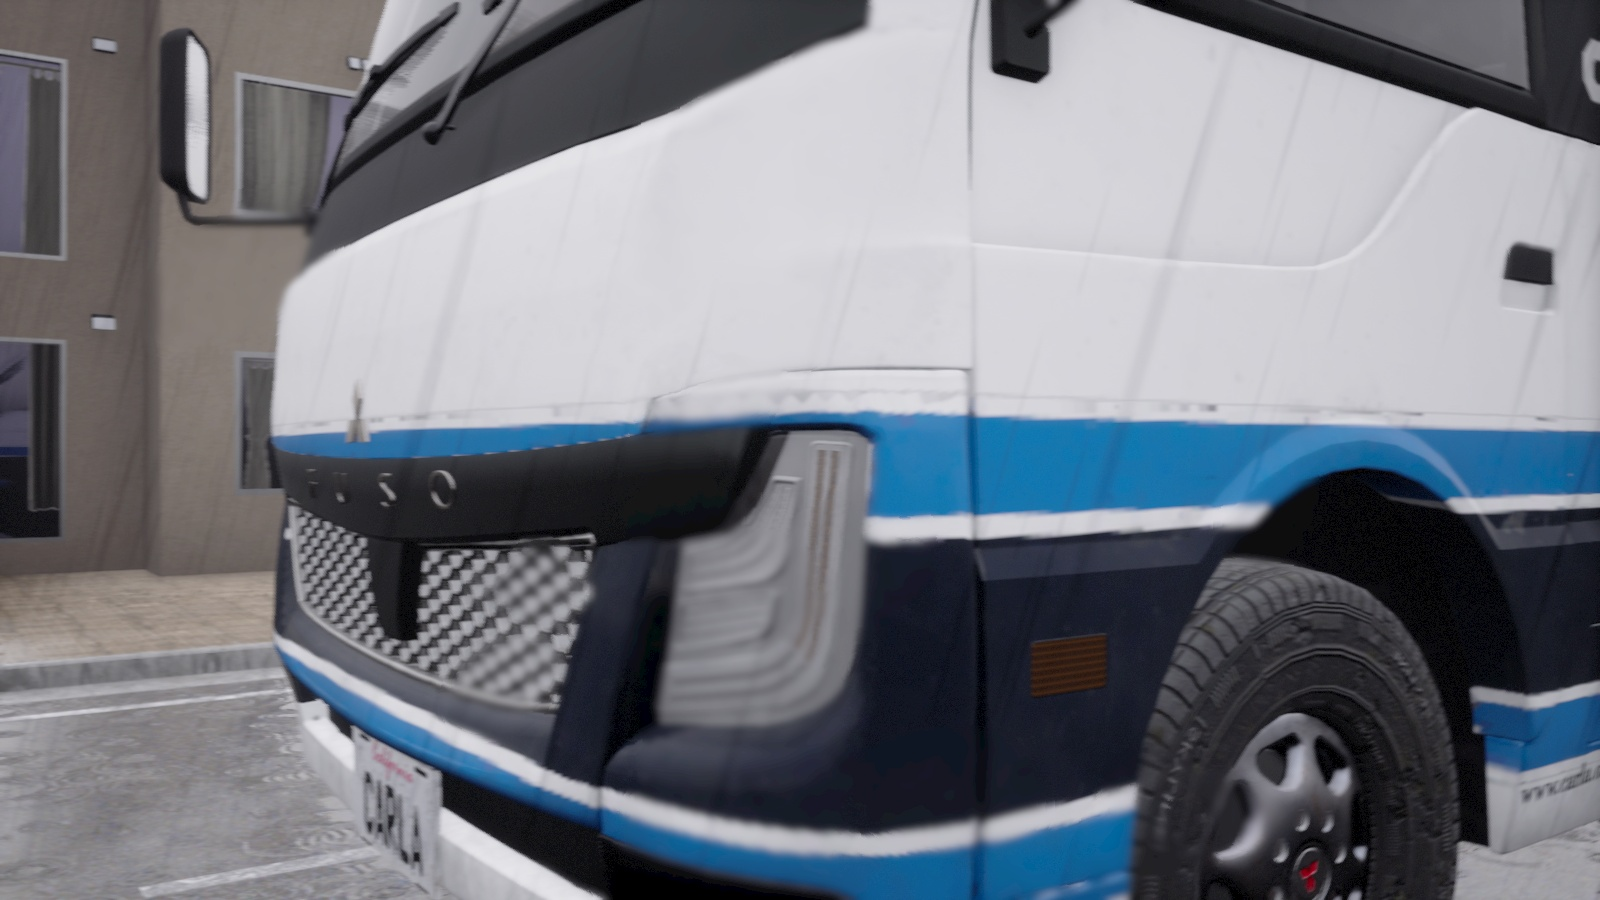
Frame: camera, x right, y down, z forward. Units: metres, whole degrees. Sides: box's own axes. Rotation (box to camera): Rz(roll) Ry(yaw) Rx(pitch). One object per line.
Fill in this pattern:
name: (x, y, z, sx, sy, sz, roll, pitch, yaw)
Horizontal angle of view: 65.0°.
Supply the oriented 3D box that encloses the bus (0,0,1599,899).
bus: (2.600, -0.623, 5.525, 10.273, 4.253, 3.944, 0, 0, -35)
